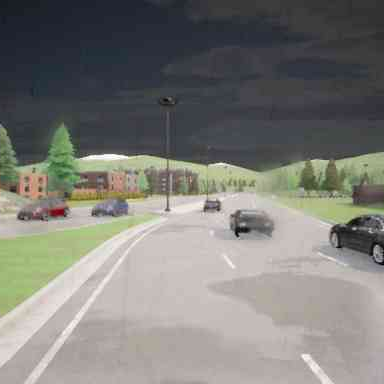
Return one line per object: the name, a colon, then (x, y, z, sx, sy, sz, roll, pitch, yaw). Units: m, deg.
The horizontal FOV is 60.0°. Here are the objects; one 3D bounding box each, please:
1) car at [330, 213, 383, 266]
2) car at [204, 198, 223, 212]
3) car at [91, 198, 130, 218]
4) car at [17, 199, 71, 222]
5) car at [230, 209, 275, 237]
car: (6.540, 1.499, 11.555, 1.837, 1.490, 4.892, 0, 0, -2)
car: (2.504, 1.470, 39.135, 2.128, 1.511, 4.902, 0, 0, 9)
car: (-7.330, 1.335, 30.263, 2.097, 1.767, 4.553, 0, 0, 10)
car: (-11.672, 1.337, 26.489, 2.097, 1.767, 4.553, 0, 0, 12)
car: (3.119, 1.591, 18.105, 1.895, 1.301, 4.718, 0, 0, 3)
